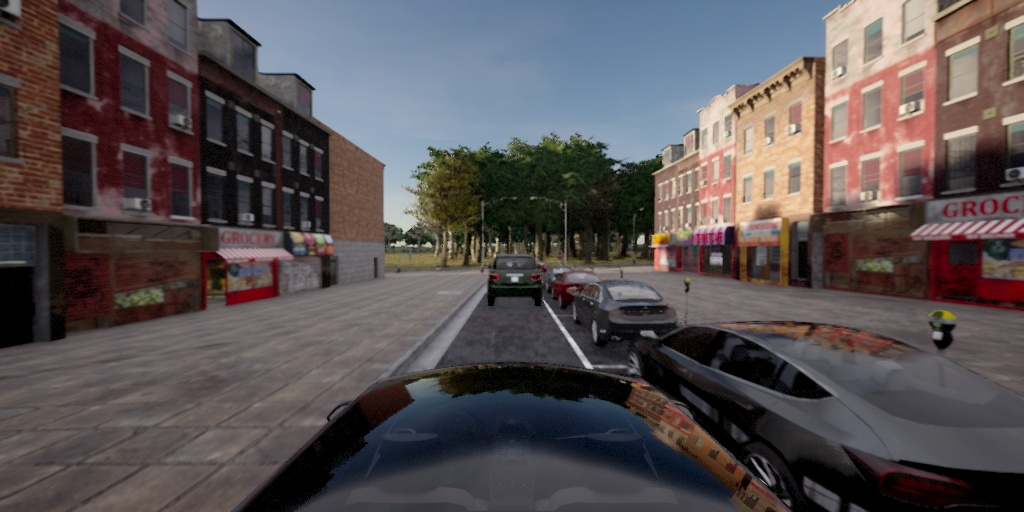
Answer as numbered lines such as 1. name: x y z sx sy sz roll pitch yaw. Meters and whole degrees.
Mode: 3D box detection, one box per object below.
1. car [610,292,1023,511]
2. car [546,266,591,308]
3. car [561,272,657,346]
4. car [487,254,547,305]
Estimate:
1. car: 2.637 1.307 3.748 1.948 1.339 4.313 0 0 0
2. car: 2.635 1.247 14.560 1.888 1.381 4.507 0 0 0
3. car: 2.636 1.271 9.154 2.007 1.370 4.403 0 0 0
4. car: 0.100 0.921 15.741 2.150 2.045 5.566 0 0 0
